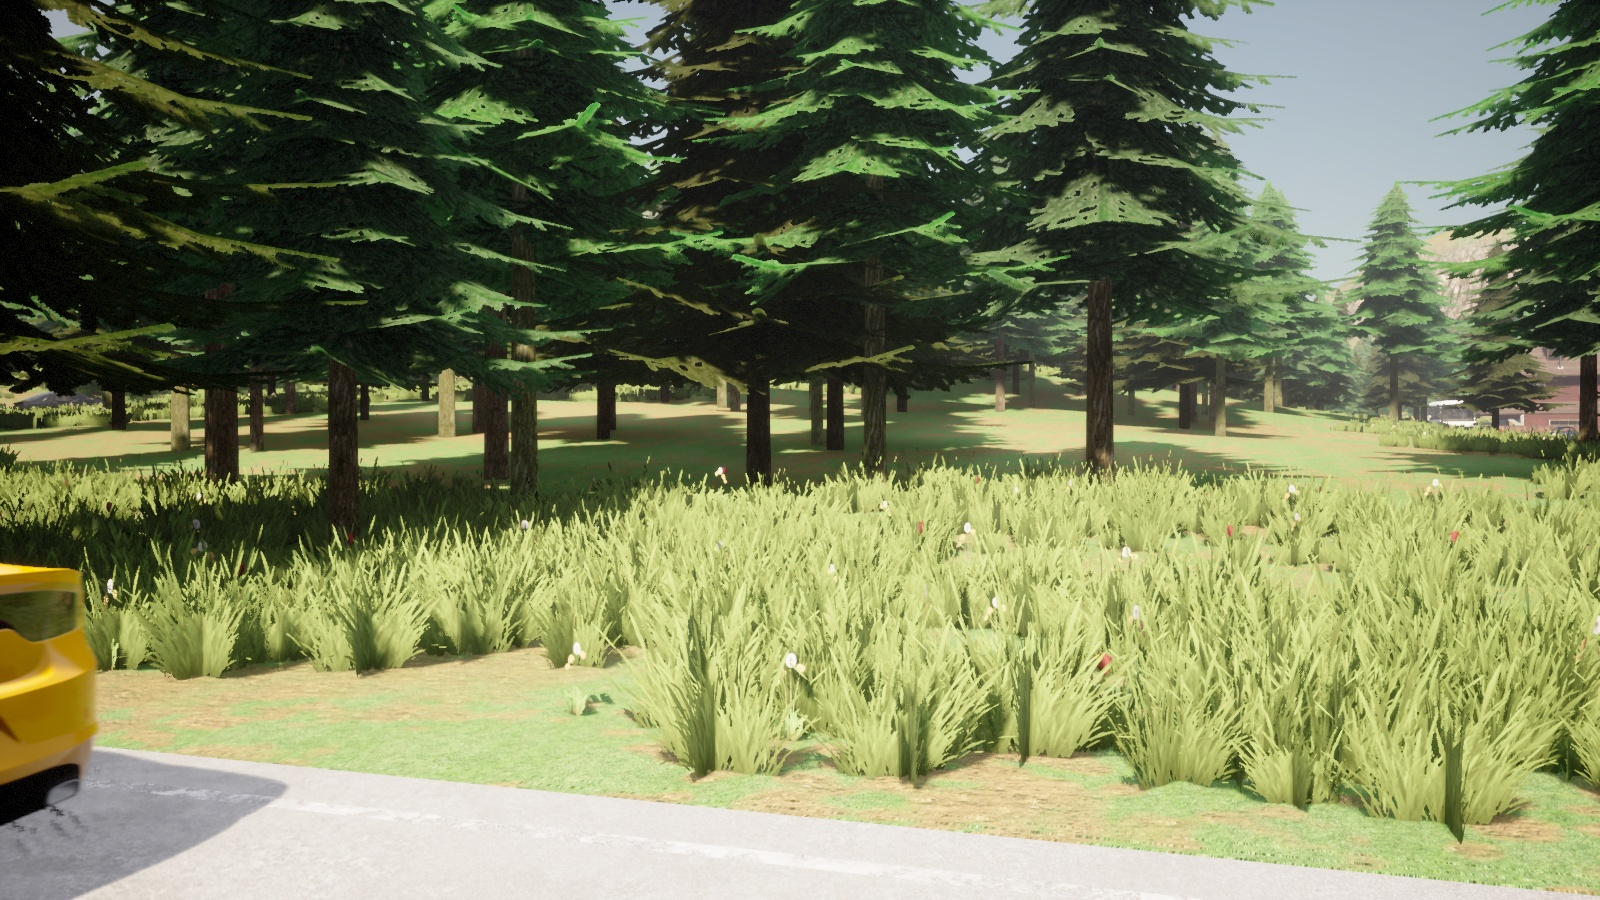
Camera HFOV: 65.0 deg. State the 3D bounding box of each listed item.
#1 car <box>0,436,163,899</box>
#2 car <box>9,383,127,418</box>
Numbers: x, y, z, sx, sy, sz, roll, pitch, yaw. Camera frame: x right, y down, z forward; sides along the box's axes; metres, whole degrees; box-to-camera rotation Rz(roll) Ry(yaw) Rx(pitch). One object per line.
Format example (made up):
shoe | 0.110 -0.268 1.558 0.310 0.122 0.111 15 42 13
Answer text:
car | -5.044 0.712 4.574 5.008 1.535 1.882 1 1 19
car | -37.952 -2.593 65.236 1.837 1.490 4.892 0 6 34
